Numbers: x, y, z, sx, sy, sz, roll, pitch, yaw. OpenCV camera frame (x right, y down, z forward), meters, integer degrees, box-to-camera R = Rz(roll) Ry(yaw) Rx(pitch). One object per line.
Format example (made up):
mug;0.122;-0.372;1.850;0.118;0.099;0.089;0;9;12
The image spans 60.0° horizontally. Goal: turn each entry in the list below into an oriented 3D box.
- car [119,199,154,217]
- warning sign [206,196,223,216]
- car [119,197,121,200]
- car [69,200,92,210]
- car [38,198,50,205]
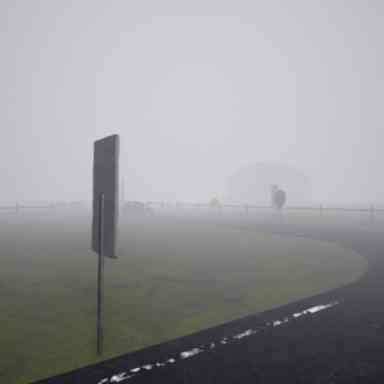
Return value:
car;-5.757;1.780;34.775;1.812;1.442;4.674;1;-1;-36
warning sign;2.232;1.388;32.838;1.300;1.860;1.060;2;-1;-36
car;-11.831;1.696;48.013;2.150;2.045;5.566;1;-1;-35
car;-17.391;2.032;50.899;1.812;1.442;4.674;1;-2;-36
car;-37.850;2.428;85.272;2.097;1.767;4.553;1;-1;-36
